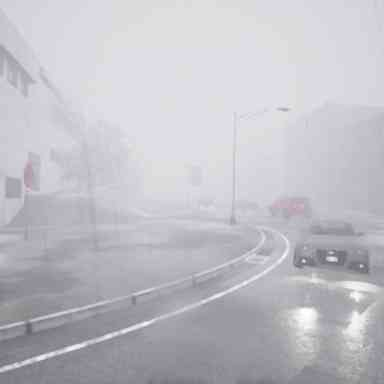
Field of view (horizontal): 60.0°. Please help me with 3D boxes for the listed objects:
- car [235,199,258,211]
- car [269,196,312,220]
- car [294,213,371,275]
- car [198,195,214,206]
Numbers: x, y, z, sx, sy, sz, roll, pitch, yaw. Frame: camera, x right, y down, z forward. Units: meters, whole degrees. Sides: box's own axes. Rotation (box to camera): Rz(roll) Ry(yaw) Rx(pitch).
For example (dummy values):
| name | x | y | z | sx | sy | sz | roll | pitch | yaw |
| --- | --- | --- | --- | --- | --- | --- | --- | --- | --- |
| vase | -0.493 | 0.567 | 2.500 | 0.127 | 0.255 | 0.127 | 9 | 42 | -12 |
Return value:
| name | x | y | z | sx | sy | sz | roll | pitch | yaw |
| --- | --- | --- | --- | --- | --- | --- | --- | --- | --- |
| car | 7.198 | 1.628 | 44.206 | 1.882 | 1.535 | 5.008 | 1 | 1 | -8 |
| car | 9.058 | 1.440 | 30.954 | 2.150 | 2.045 | 5.566 | 1 | -1 | -8 |
| car | 4.528 | 1.628 | 10.813 | 1.994 | 1.385 | 4.181 | 1 | 0 | 22 |
| car | 2.209 | 1.306 | 53.111 | 1.882 | 1.535 | 5.008 | 1 | 2 | -8 |
